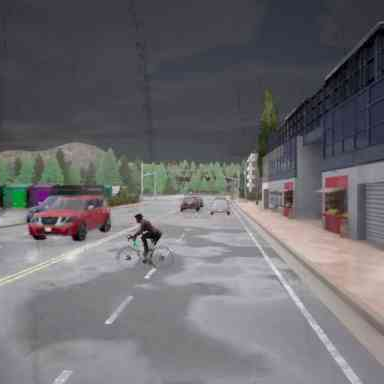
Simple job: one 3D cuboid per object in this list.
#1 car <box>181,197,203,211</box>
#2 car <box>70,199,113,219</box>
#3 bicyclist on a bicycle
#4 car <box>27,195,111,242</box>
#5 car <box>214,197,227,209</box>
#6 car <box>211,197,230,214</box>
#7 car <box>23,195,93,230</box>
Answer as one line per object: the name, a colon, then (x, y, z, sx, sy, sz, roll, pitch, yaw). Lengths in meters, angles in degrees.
car: (-0.111, 1.352, 39.957, 2.097, 1.767, 4.553, 0, 0, 5)
car: (-8.298, 1.358, 27.857, 1.994, 1.385, 4.181, 0, 0, 5)
bicyclist on a bicycle: (-1.359, 1.452, 9.591, 1.656, 1.620, 0.582, -1, 0, 5)
car: (-5.834, 1.222, 16.800, 2.150, 2.045, 5.566, 0, 0, 5)
car: (4.032, 1.505, 47.142, 1.837, 1.490, 4.892, 0, 0, 5)
car: (2.927, 1.526, 34.523, 1.812, 1.442, 4.674, 0, 0, 5)
car: (-8.851, 1.224, 22.638, 2.150, 2.045, 5.566, 0, 0, 5)
